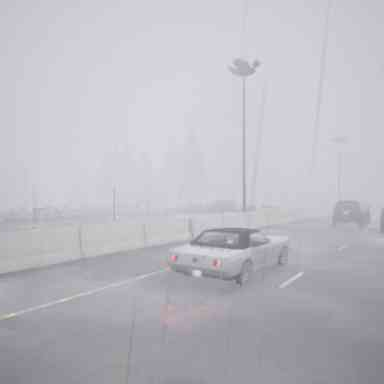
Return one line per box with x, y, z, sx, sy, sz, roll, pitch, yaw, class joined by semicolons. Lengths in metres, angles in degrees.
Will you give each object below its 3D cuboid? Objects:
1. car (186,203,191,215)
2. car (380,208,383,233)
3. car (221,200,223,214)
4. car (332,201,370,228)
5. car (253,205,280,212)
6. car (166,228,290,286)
0.117;2.304;45.567;1.837;1.490;4.892;0;-2;35;car
13.988;1.640;22.223;2.150;2.045;5.566;0;-1;35;car
4.092;2.044;45.148;2.150;2.045;5.566;0;-2;35;car
12.910;1.726;26.849;2.150;2.045;5.566;0;-2;34;car
9.215;2.233;40.256;1.882;1.535;5.008;0;-2;35;car
1.373;1.723;9.960;1.895;1.301;4.718;0;-1;34;car
